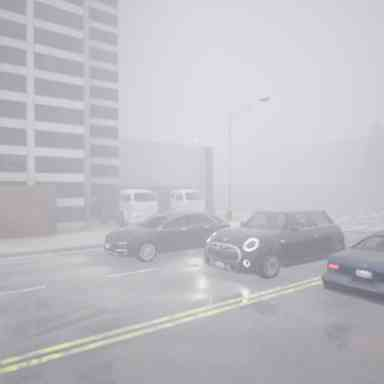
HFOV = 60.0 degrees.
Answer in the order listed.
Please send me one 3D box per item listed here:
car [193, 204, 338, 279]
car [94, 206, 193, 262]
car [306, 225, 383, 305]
[{"bbox_3d":[2.563,1.298,10.039,4.553,1.767,2.097,-1,0,-35],"label":"car"},{"bbox_3d":[-0.710,1.461,12.018,4.892,1.490,1.837,-1,0,-35],"label":"car"},{"bbox_3d":[5.102,1.490,7.386,5.357,1.411,2.033,0,0,-36],"label":"car"}]
